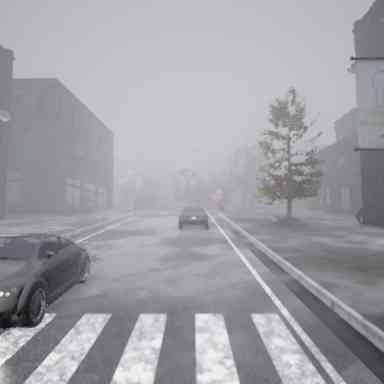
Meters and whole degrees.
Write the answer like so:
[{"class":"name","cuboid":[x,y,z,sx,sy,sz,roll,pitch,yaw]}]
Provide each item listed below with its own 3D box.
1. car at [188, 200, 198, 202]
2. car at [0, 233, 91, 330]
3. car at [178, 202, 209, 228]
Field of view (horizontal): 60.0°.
[{"class":"car","cuboid":[0.092,1.676,38.939,1.994,1.385,4.181,0,-1,0]},{"class":"car","cuboid":[-3.592,1.577,6.877,1.994,1.385,4.181,0,0,0]},{"class":"car","cuboid":[0.095,1.608,22.839,1.994,1.385,4.181,0,0,0]}]
